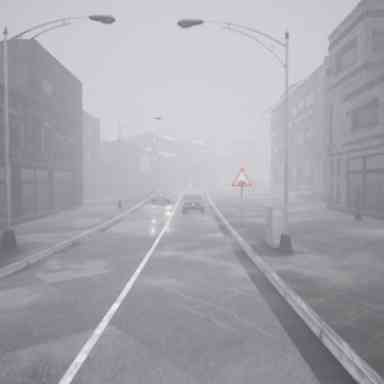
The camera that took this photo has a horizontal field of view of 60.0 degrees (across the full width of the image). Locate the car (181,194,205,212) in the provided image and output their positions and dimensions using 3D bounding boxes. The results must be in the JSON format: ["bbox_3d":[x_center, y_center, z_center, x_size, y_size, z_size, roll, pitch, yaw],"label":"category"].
[{"bbox_3d":[0.094,0.853,28.087,2.033,1.411,5.357,0,3,0],"label":"car"}]

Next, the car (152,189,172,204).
[{"bbox_3d":[-3.096,0.399,34.807,1.812,1.442,4.674,0,4,0],"label":"car"}]
